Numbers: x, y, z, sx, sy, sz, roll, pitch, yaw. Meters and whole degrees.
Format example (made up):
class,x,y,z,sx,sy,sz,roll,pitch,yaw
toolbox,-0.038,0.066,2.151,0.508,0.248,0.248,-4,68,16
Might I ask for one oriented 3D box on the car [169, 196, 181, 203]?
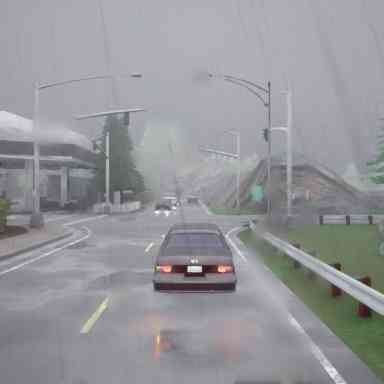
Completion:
class,x,y,z,sx,sy,sz,roll,pitch,yaw
car,-3.462,1.547,68.229,2.033,1.411,5.357,0,0,0

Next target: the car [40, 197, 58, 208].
class,x,y,z,sx,sy,sz,roll,pitch,yaw
car,-20.204,1.480,45.872,2.242,1.667,4.611,0,0,-1

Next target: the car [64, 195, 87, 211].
class,x,y,z,sx,sy,sz,roll,pitch,yaw
car,-14.500,1.313,41.591,1.905,1.878,3.866,0,0,-1

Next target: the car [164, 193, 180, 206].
class,x,y,z,sx,sy,sz,roll,pitch,yaw
car,-3.552,1.223,53.436,2.150,2.045,5.566,0,0,0

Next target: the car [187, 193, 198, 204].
class,x,y,z,sx,sy,sz,roll,pitch,yaw
car,0.148,1.477,66.036,1.882,1.535,5.008,0,0,0

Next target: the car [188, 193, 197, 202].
class,x,y,z,sx,sy,sz,roll,pitch,yaw
car,0.046,1.225,81.130,2.150,2.045,5.566,0,0,-2

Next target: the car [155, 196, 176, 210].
class,x,y,z,sx,sy,sz,roll,pitch,yaw
car,-3.567,1.547,42.267,2.033,1.411,5.357,0,0,0

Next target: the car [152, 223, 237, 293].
class,x,y,z,sx,sy,sz,roll,pitch,yaw
car,0.075,1.547,8.975,2.033,1.411,5.357,0,0,1
